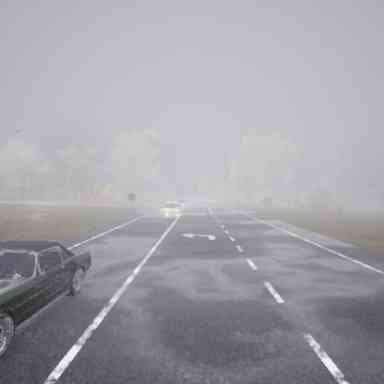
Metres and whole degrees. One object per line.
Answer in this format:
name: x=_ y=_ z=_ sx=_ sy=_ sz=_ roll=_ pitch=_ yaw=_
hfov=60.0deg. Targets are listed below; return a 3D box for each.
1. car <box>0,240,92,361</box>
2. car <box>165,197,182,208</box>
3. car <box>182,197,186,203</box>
car: x=-3.416 y=1.635 z=5.978 sx=1.895 sy=1.301 sz=4.718 roll=0 pitch=0 yaw=1
car: x=-2.777 y=1.544 z=48.183 sx=1.812 sy=1.442 sz=4.674 roll=1 pitch=0 yaw=1
car: x=-2.464 y=1.956 z=76.966 sx=1.994 sy=1.385 sz=4.181 roll=0 pitch=0 yaw=0
